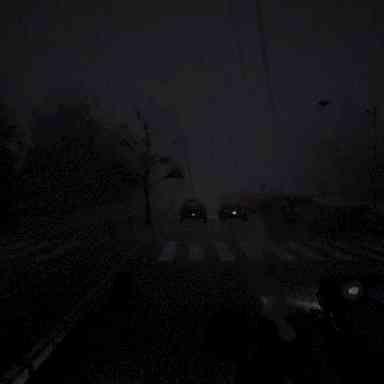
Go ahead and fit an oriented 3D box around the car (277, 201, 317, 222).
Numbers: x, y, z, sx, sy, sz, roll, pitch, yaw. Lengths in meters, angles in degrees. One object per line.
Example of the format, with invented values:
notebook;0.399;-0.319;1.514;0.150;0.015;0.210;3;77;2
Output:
car;8.065;1.478;20.724;4.674;1.452;2.002;1;0;-20

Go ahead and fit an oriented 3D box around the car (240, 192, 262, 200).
car;8.048;1.155;32.639;5.566;2.045;2.435;1;0;-20

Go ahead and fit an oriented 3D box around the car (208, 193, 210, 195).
car;8.097;0.495;89.352;5.566;2.045;2.435;1;1;-20

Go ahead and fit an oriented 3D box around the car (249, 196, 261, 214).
car;8.063;1.416;29.671;4.892;1.521;2.231;1;0;-20

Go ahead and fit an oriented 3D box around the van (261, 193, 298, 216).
van;8.181;1.198;26.731;4.442;1.987;1.878;1;0;-20

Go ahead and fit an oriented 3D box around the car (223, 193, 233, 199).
car;7.897;1.311;50.491;5.366;1.575;1.946;1;1;-20

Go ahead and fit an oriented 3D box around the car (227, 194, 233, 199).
car;8.041;1.371;47.564;4.792;1.488;2.163;1;1;-20

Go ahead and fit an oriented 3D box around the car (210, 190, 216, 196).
car;8.077;0.788;86.354;4.892;1.521;2.231;1;1;-20

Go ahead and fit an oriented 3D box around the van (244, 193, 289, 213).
van;7.964;1.172;35.592;4.442;1.987;1.878;1;0;-20

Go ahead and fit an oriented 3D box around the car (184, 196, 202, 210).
car;0.099;1.372;42.912;2.128;1.511;4.902;0;0;0

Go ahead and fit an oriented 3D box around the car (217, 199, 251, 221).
car;3.099;1.497;26.379;1.994;1.385;4.181;0;0;0

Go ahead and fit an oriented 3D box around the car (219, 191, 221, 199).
car;8.041;1.043;62.490;4.553;1.767;2.185;0;1;-20

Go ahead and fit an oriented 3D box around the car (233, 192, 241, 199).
car;8.099;1.139;38.635;5.566;2.045;2.435;1;0;-20

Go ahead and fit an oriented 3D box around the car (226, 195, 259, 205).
car;8.095;1.318;53.561;4.792;1.488;2.163;1;0;-20

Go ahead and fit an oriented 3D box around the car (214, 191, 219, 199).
car;7.894;1.066;68.401;5.366;1.575;1.946;0;1;-20

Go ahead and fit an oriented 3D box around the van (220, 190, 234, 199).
van;7.963;0.987;59.462;4.442;1.987;1.878;0;1;-20

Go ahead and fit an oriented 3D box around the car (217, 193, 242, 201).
car;8.094;1.048;71.463;4.792;1.488;2.163;0;1;-20

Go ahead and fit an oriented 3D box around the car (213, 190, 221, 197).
car;8.063;0.958;77.415;4.674;1.452;2.002;0;1;-20

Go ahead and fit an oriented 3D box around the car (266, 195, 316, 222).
car;8.042;1.304;23.696;4.553;1.767;2.185;1;0;-20

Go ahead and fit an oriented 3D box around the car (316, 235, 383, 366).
car;3.096;1.519;3.428;2.033;1.411;5.357;0;-1;0

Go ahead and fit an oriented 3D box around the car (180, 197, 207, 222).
car;0.099;1.413;25.586;1.882;1.535;5.008;0;0;0

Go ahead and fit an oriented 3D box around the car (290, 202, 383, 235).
car;8.044;1.475;17.705;4.792;1.488;2.163;1;0;-20
